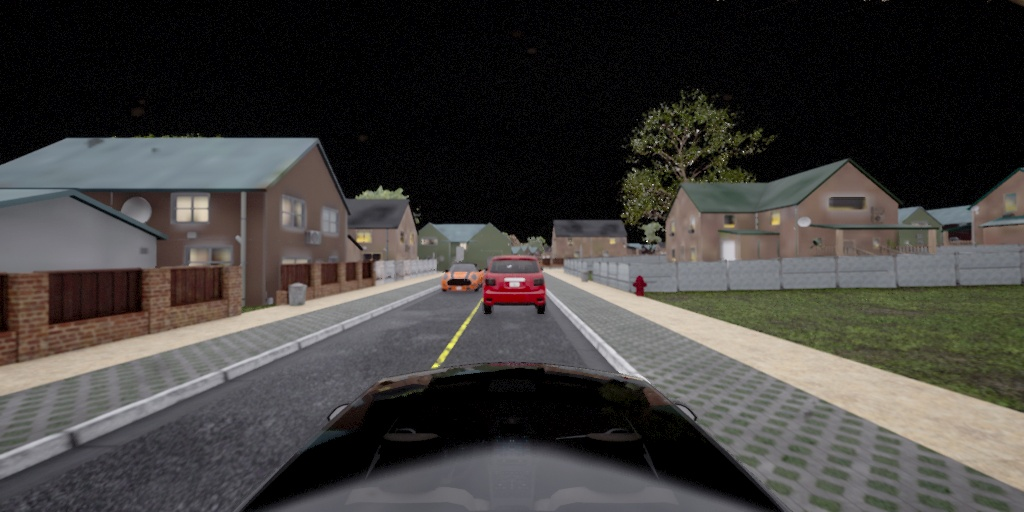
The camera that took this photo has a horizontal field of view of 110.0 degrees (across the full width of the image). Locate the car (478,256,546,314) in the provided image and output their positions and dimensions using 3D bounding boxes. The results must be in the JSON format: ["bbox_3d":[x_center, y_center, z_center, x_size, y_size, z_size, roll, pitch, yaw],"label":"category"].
[{"bbox_3d":[0.091,1.005,14.076,2.150,2.045,5.566,0,0,0],"label":"car"}]

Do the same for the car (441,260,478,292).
[{"bbox_3d":[-2.848,1.158,21.485,2.097,1.767,4.553,0,0,0],"label":"car"}]
